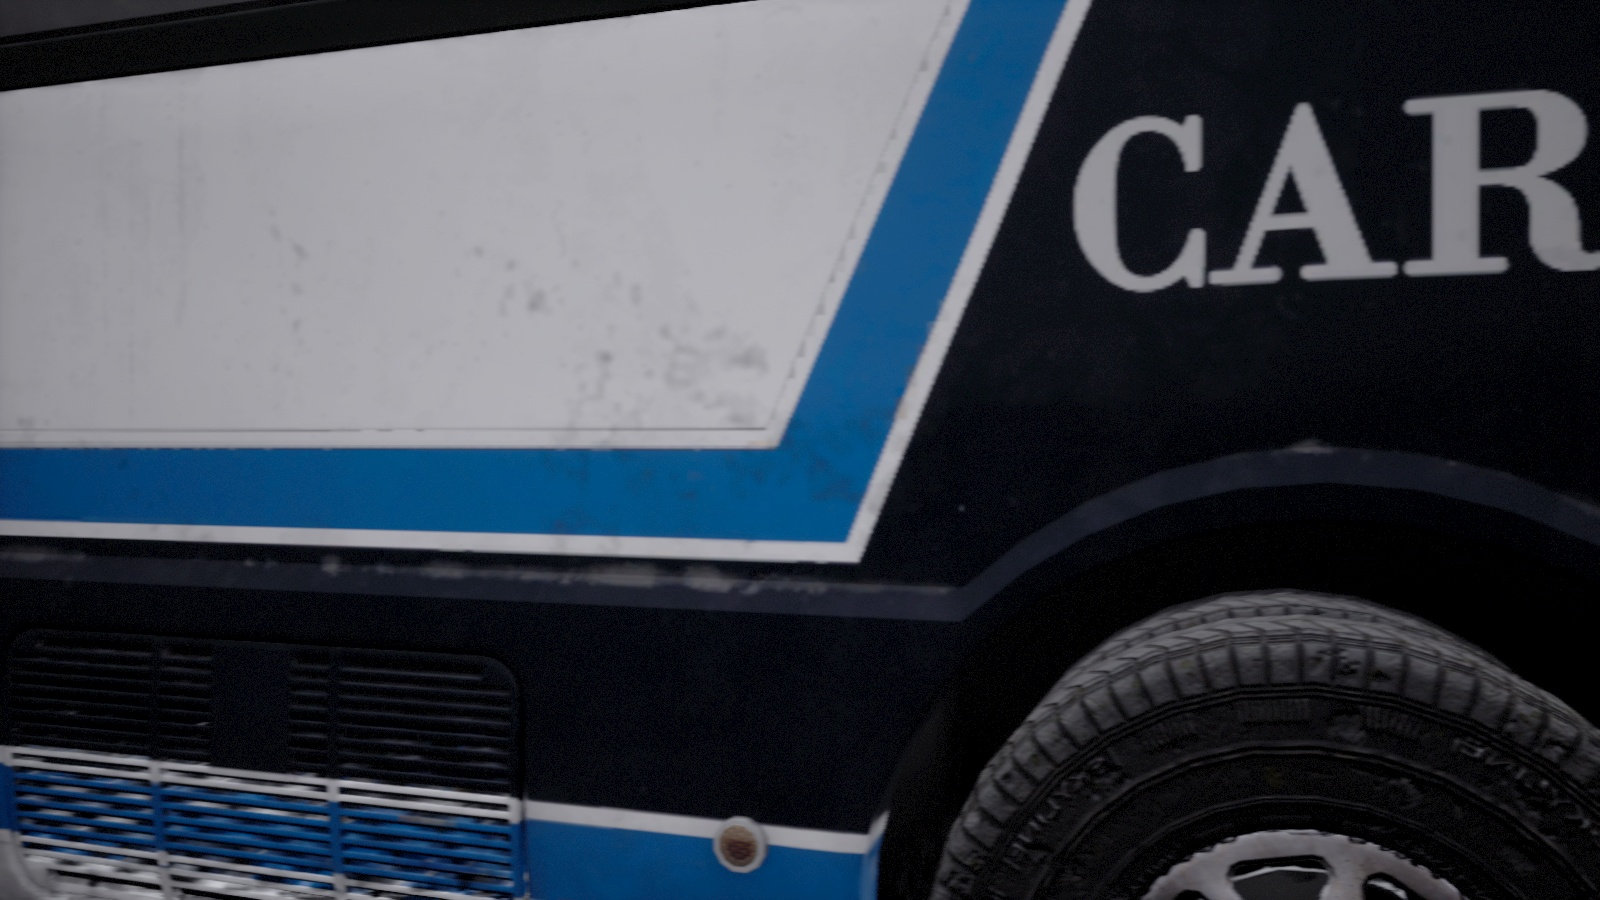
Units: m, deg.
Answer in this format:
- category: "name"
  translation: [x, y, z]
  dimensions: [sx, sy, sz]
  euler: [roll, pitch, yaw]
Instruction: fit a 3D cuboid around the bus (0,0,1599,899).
- category: "bus"
  translation: [-1.303, -0.621, 4.137]
  dimensions: [10.273, 4.253, 3.944]
  euler: [1, 1, 19]
